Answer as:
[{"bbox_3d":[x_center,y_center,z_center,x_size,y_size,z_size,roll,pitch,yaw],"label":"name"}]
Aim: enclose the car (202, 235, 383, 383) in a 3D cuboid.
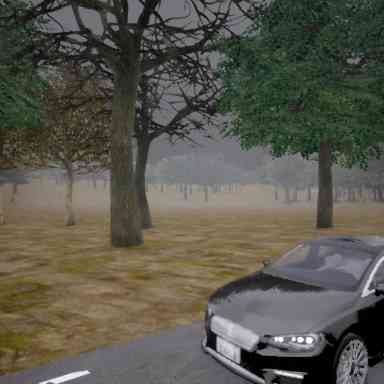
[{"bbox_3d":[2.377,1.493,5.150,4.902,1.511,2.128,0,0,-36],"label":"car"}]
